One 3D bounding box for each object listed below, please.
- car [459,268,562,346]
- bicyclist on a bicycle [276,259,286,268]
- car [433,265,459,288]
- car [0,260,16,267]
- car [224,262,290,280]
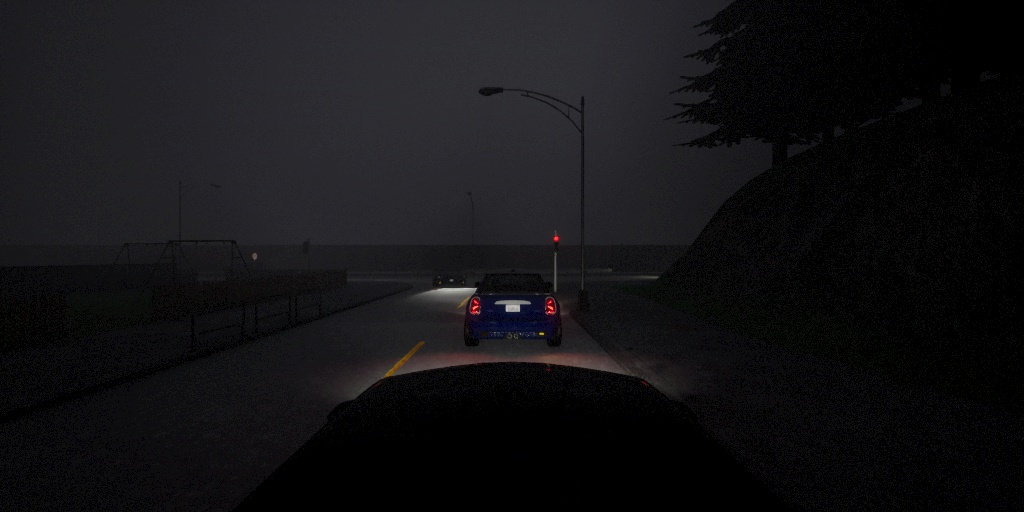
[{"bbox_3d":[0.036,1.102,9.537,2.097,1.767,4.553,0,0,0],"label":"car"},{"bbox_3d":[-24.264,1.099,37.725,0.582,1.620,1.656,0,0,0],"label":"bicyclist on a bicycle"},{"bbox_3d":[-4.229,1.314,23.984,1.994,1.385,4.181,0,0,-16],"label":"car"},{"bbox_3d":[-42.592,1.102,29.348,4.553,1.767,2.097,0,0,0],"label":"car"},{"bbox_3d":[-20.683,1.241,29.326,4.902,1.511,2.128,0,0,0],"label":"car"}]
